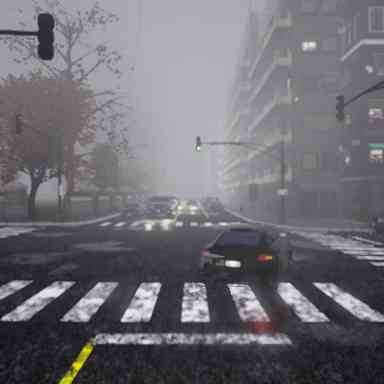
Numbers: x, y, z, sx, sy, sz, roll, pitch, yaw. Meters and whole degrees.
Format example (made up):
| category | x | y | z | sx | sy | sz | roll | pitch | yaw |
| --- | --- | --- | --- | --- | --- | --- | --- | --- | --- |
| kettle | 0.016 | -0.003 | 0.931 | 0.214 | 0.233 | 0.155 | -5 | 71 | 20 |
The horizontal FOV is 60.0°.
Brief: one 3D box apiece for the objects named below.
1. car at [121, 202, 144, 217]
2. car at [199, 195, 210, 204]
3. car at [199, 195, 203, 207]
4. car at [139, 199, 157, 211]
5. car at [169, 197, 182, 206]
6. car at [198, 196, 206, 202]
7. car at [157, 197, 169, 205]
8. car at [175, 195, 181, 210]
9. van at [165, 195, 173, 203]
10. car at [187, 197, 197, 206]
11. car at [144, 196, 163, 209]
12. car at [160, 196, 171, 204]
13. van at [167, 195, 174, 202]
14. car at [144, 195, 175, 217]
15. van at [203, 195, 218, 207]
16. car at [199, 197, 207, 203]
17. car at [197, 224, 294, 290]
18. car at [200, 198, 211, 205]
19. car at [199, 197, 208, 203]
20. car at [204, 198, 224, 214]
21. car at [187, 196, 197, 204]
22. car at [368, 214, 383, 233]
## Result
| category | x | y | z | sx | sy | sz | roll | pitch | yaw |
| --- | --- | --- | --- | --- | --- | --- | --- | --- | --- |
| car | -5.689 | 1.694 | 32.391 | 1.947 | 1.339 | 4.313 | 0 | 0 | 0 |
| car | 2.691 | 1.637 | 71.804 | 2.192 | 1.841 | 5.009 | 0 | 0 | 0 |
| car | 2.691 | 1.674 | 54.913 | 1.967 | 1.590 | 4.097 | 0 | 0 | 0 |
| car | -5.689 | 1.704 | 43.483 | 1.752 | 1.417 | 4.829 | 0 | 0 | 0 |
| car | -3.024 | 1.756 | 60.816 | 2.128 | 1.511 | 4.902 | 0 | 0 | 1 |
| car | 2.690 | 1.858 | 88.692 | 1.967 | 1.590 | 4.097 | 0 | 0 | 0 |
| car | -5.690 | 1.732 | 66.174 | 1.967 | 1.590 | 4.097 | 0 | 0 | 0 |
| car | -3.073 | 1.413 | 46.103 | 2.150 | 2.045 | 5.566 | 0 | 0 | 0 |
| van | -5.691 | 1.725 | 83.064 | 1.690 | 1.788 | 3.998 | 0 | 0 | 0 |
| car | -0.002 | 1.831 | 61.489 | 1.994 | 1.385 | 4.181 | 0 | 0 | 0 |
| car | -5.689 | 1.521 | 49.283 | 2.192 | 1.841 | 5.009 | 0 | 0 | 0 |
| car | -5.690 | 1.761 | 71.803 | 1.967 | 1.590 | 4.097 | 0 | 0 | 0 |
| van | -5.690 | 1.758 | 88.693 | 1.690 | 1.788 | 3.998 | 0 | 0 | 0 |
| car | -3.092 | 1.352 | 32.730 | 2.150 | 2.045 | 5.566 | 0 | 0 | -1 |
| van | 2.692 | 1.520 | 43.653 | 1.690 | 1.788 | 3.998 | 0 | 0 | 0 |
| car | 2.689 | 1.929 | 83.063 | 1.887 | 1.381 | 4.507 | 0 | 0 | 0 |
| car | 1.650 | 1.601 | 9.405 | 1.994 | 1.385 | 4.181 | 0 | 0 | 21 |
| car | 2.690 | 1.836 | 66.172 | 1.887 | 1.381 | 4.507 | 0 | 0 | 0 |
| car | 2.690 | 1.903 | 77.433 | 2.008 | 1.369 | 4.403 | 0 | 0 | 0 |
| car | 2.691 | 1.698 | 38.021 | 1.887 | 1.381 | 4.507 | 0 | 0 | 0 |
| car | -0.001 | 1.722 | 71.527 | 2.128 | 1.511 | 4.902 | 0 | 0 | 0 |
| car | 13.465 | 1.675 | 20.070 | 5.009 | 1.841 | 2.192 | 1 | -1 | -1 |
